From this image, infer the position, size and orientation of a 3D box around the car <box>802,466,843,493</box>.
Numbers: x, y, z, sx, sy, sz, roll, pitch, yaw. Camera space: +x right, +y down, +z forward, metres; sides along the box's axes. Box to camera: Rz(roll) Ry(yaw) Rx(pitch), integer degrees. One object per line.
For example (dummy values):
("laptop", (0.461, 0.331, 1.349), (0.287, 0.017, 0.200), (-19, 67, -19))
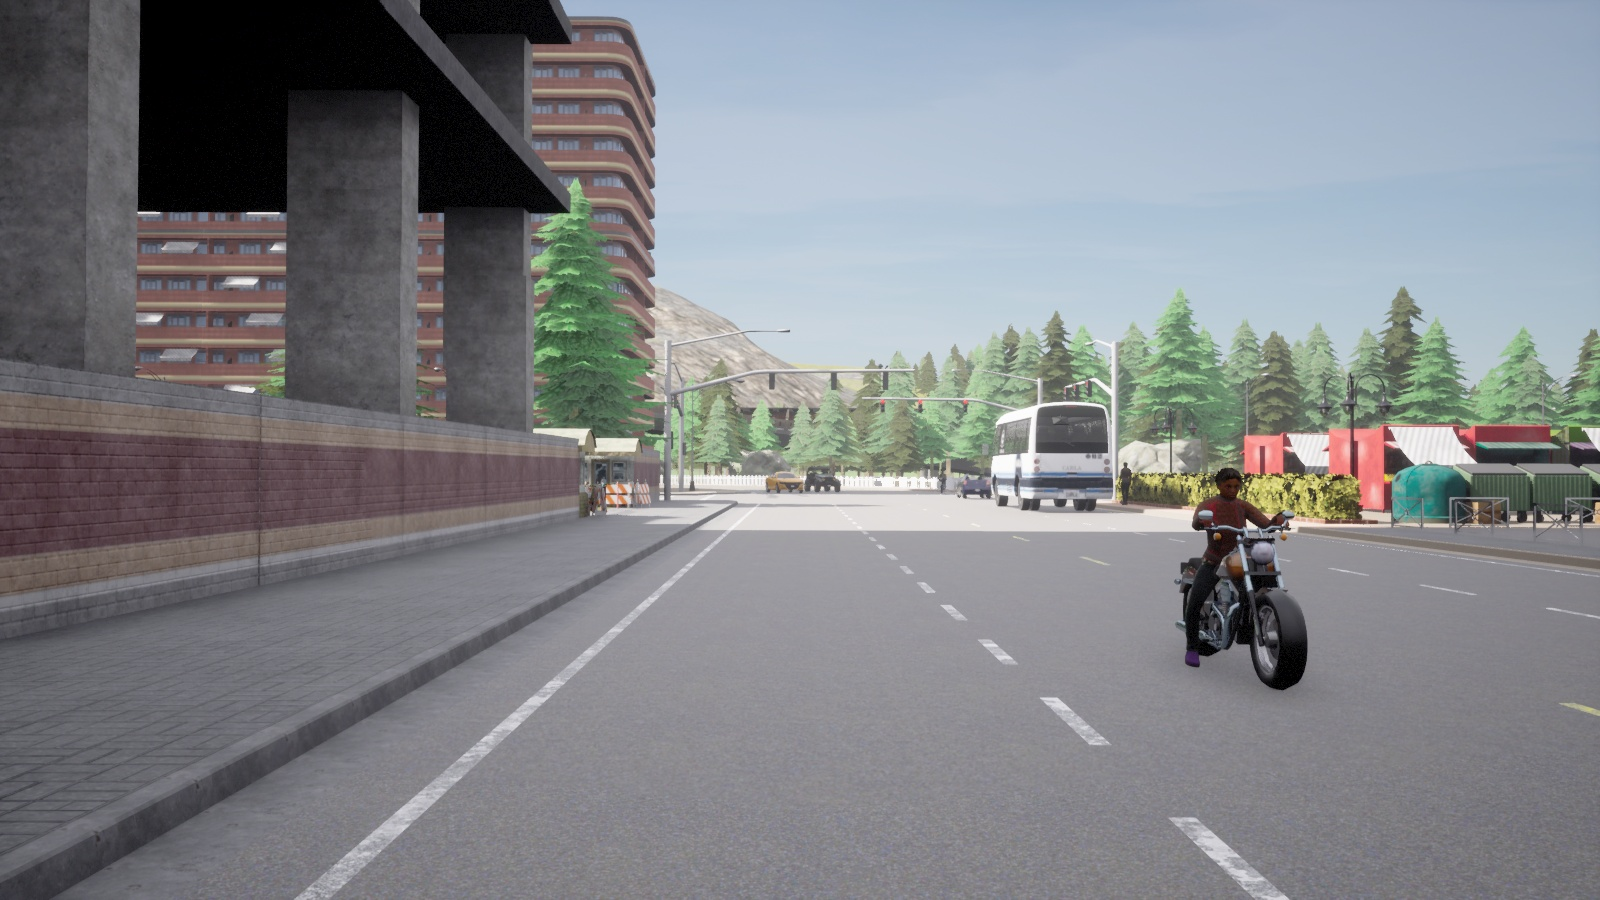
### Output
("car", (1.645, 2.161, 93.160), (1.905, 1.878, 3.866), (0, 0, -18))

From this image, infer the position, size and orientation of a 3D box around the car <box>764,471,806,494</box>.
("car", (-1.119, 2.303, 89.900), (1.882, 1.535, 5.008), (0, -1, -15))

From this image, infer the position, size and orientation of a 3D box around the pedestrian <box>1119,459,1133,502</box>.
("pedestrian", (13.813, 1.305, 53.258), (0.328, 1.805, 0.869), (0, -1, -3))

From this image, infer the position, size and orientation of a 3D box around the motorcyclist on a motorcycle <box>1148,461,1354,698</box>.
("motorcyclist on a motorcycle", (3.475, 0.918, 9.942), (0.766, 1.649, 2.350), (0, -1, 0))

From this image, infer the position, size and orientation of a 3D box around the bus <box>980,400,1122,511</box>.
("bus", (10.362, 0.289, 53.272), (3.944, 4.253, 10.273), (0, -1, 0))

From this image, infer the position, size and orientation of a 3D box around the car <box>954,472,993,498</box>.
("car", (10.313, 2.084, 74.879), (1.845, 1.501, 3.633), (0, -1, 0))
